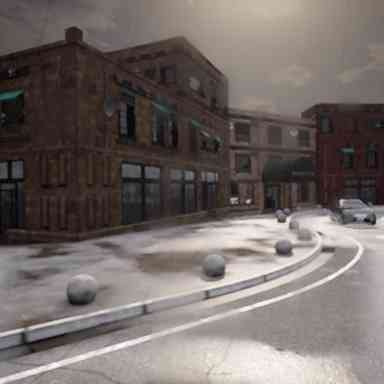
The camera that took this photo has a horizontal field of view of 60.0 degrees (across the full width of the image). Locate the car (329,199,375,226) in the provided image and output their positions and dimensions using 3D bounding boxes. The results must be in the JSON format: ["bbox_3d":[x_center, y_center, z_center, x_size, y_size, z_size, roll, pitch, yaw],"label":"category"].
[{"bbox_3d":[10.042,1.221,21.143,2.128,1.511,4.902,-1,1,13],"label":"car"}]
